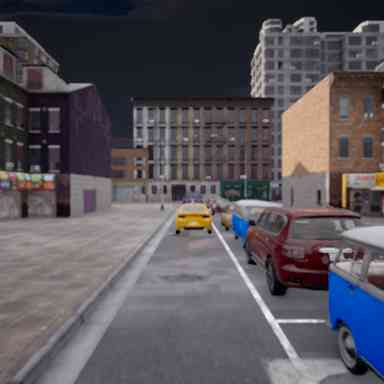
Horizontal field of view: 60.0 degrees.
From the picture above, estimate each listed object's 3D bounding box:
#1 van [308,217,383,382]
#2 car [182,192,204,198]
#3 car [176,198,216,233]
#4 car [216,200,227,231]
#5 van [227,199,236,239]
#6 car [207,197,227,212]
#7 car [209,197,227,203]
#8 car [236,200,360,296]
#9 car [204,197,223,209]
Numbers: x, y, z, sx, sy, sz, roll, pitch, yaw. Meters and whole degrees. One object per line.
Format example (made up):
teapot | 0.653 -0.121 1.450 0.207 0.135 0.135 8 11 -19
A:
van | 2.633 1.323 2.996 1.690 1.788 3.998 0 0 0
car | 0.088 1.011 35.717 2.150 2.045 5.566 0 0 0
car | 0.095 1.367 18.854 1.882 1.535 5.008 0 1 0
car | 2.629 1.410 19.593 1.752 1.417 4.829 0 0 0
van | 2.630 1.259 13.946 1.690 1.788 3.998 0 0 0
car | 2.623 1.314 36.020 1.752 1.417 4.829 0 0 0
car | 2.625 1.262 30.374 1.967 1.590 4.097 0 0 0
car | 2.632 1.265 8.471 2.192 1.841 5.009 0 0 0
car | 2.621 1.308 41.325 2.008 1.369 4.403 0 0 0
